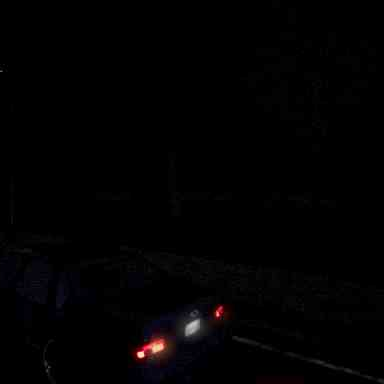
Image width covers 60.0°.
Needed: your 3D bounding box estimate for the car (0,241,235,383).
[{"bbox_3d":[-2.026,1.512,5.123,5.357,1.411,2.033,1,0,36],"label":"car"}]
